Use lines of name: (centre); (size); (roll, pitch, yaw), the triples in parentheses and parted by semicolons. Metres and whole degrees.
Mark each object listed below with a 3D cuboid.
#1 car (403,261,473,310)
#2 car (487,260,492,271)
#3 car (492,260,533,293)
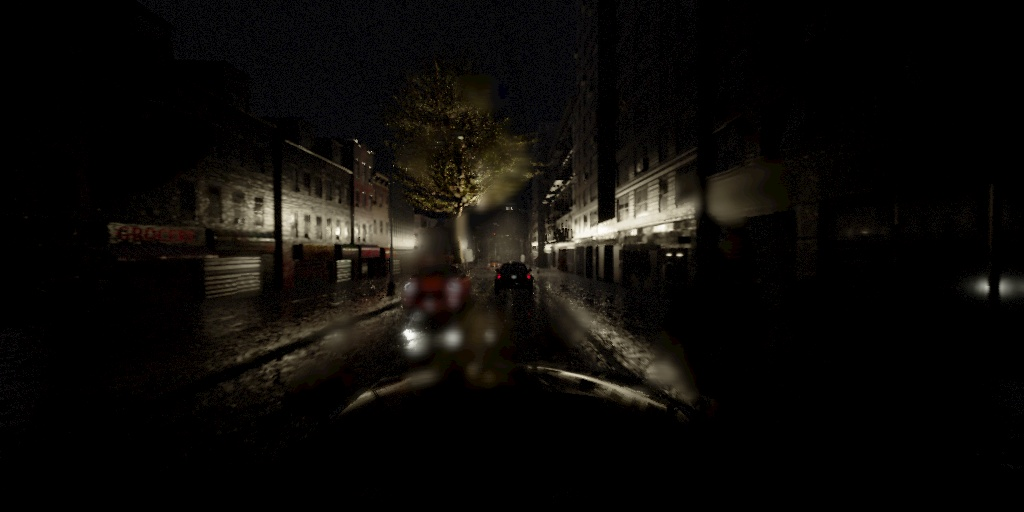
car: (-2.845, 1.125, 14.639); (2.097, 1.767, 4.553); (0, 0, 0)
car: (-2.741, 1.346, 56.280); (2.097, 1.767, 4.553); (0, -1, 0)
car: (0.104, 1.157, 21.178); (2.097, 1.767, 4.553); (0, 0, 0)
